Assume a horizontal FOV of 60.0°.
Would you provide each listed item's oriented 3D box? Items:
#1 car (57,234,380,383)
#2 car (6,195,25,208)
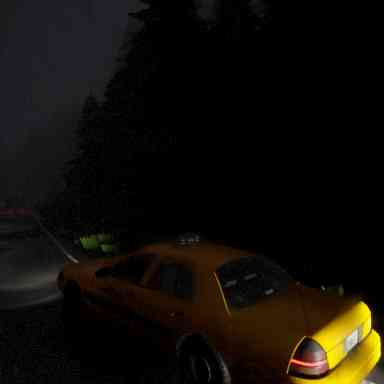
[{"bbox_3d":[-0.253,1.418,5.074,5.366,1.575,1.801,1,1,44],"label":"car"},{"bbox_3d":[-21.168,1.058,40.032,2.128,1.511,4.902,-2,2,-27],"label":"car"}]
